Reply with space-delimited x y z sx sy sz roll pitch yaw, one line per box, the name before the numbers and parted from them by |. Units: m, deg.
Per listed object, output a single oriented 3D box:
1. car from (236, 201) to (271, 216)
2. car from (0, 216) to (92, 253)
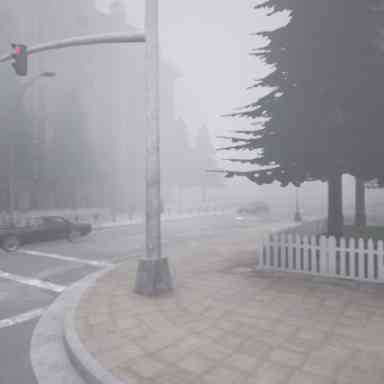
car | 6.588 1.649 34.973 2.033 1.411 5.357 -1 0 34
car | -6.915 1.760 14.774 1.895 1.301 4.718 -1 0 34
